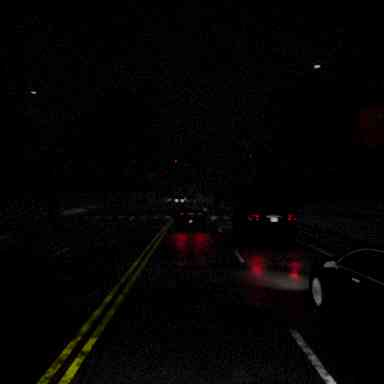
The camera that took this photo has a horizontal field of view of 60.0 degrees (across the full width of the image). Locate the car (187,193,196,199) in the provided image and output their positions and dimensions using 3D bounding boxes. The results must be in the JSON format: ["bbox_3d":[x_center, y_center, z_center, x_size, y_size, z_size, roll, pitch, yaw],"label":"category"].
[{"bbox_3d":[-0.062,0.990,71.743,1.812,1.442,4.674,0,0,1],"label":"car"}]

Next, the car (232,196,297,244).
[{"bbox_3d":[3.253,1.191,15.839,2.150,2.045,5.566,0,0,0],"label":"car"}]

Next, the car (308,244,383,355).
[{"bbox_3d":[3.251,1.491,4.801,1.837,1.490,4.892,0,0,0],"label":"car"}]

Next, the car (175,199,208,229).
[{"bbox_3d":[-0.027,1.458,21.262,2.128,1.511,4.902,0,0,1],"label":"car"}]

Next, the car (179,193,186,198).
[{"bbox_3d":[-2.580,0.808,90.639,1.895,1.301,4.718,0,0,1],"label":"car"}]

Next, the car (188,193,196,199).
[{"bbox_3d":[0.119,0.977,86.382,1.994,1.385,4.181,0,0,1],"label":"car"}]

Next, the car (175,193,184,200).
[{"bbox_3d":[-2.772,1.005,75.064,1.994,1.385,4.181,0,0,1],"label":"car"}]
